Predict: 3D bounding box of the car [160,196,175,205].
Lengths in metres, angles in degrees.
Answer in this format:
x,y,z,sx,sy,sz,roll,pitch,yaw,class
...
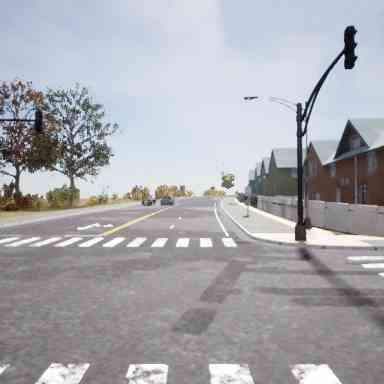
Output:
x,y,z,sx,sy,sz,roll,pitch,yaw,class
-4.162,1.422,57.339,2.097,1.767,4.553,0,0,5,car

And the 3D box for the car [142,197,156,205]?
x,y,z,sx,sy,sz,roll,pitch,yaw,class
-7.404,1.547,57.573,2.128,1.511,4.902,0,0,5,car
